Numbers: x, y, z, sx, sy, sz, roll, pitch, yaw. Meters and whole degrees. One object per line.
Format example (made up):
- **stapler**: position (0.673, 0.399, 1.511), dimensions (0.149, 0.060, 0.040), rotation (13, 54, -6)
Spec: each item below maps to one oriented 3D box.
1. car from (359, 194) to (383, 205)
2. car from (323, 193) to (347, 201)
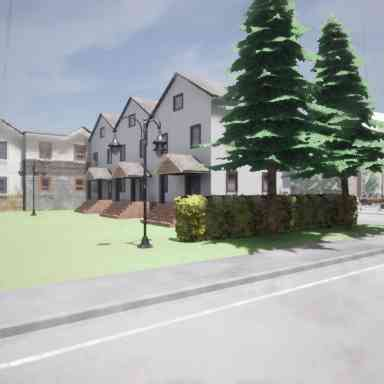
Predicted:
- **car**: position (27.271, 1.097, 49.273), dimensions (1.932, 1.855, 4.605), rotation (0, 0, -36)
- **car**: position (32.140, 1.097, 74.727), dimensions (1.932, 1.855, 4.605), rotation (0, 0, -36)
